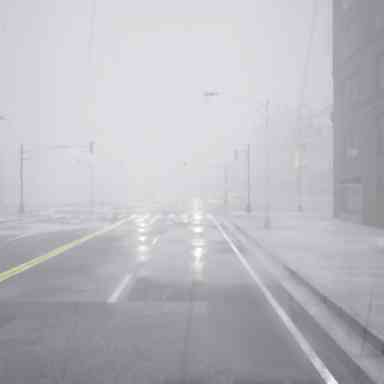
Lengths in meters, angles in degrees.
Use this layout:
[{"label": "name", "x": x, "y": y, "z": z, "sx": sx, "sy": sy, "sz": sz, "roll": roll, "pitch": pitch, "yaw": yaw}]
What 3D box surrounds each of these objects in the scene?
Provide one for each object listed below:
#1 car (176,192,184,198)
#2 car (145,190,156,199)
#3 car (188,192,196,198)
[{"label": "car", "x": -3.243, "y": 0.935, "z": 86.535, "sx": 1.895, "sy": 1.301, "sz": 4.718, "roll": 0, "pitch": 0, "yaw": 0}, {"label": "car", "x": -9.744, "y": 0.632, "z": 78.377, "sx": 2.150, "sy": 2.045, "sz": 5.566, "roll": 0, "pitch": 0, "yaw": 0}, {"label": "car", "x": 0.007, "y": 0.865, "z": 86.504, "sx": 1.812, "sy": 1.442, "sz": 4.674, "roll": 0, "pitch": 0, "yaw": 0}]
